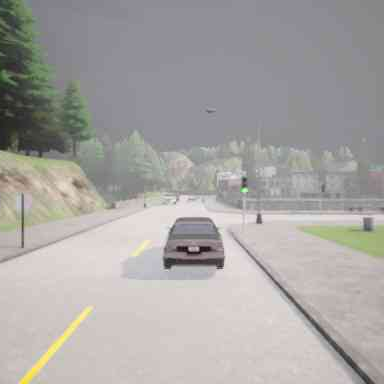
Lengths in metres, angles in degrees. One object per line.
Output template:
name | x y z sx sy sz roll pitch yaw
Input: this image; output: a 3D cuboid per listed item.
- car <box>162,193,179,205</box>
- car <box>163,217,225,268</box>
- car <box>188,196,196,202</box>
car | -4.031 1.246 59.682 2.150 2.045 5.566 0 0 1
car | 0.067 1.553 11.288 2.033 1.411 5.357 0 0 0
car | 0.012 1.443 72.210 1.895 1.301 4.718 0 0 0
